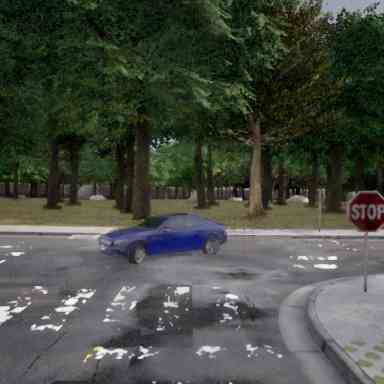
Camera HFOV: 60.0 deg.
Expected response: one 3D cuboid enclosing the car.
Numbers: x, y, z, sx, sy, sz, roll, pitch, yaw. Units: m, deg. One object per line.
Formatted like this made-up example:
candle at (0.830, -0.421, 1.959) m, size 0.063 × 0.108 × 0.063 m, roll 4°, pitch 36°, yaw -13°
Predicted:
car at (-0.863, 1.490, 11.659) m, size 4.674 × 1.442 × 1.812 m, roll 1°, pitch 0°, yaw -35°
